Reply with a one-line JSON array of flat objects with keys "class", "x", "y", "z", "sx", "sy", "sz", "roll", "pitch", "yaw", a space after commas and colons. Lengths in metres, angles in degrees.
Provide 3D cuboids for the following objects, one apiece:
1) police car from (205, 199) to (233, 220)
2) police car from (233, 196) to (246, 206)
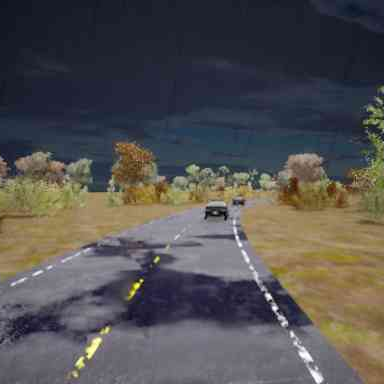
[{"class": "police car", "x": 2.274, "y": 1.454, "z": 29.012, "sx": 1.930, "sy": 1.638, "sz": 5.238, "roll": 0, "pitch": 0, "yaw": 9}, {"class": "police car", "x": 7.828, "y": 1.459, "z": 54.930, "sx": 1.930, "sy": 1.638, "sz": 5.238, "roll": 0, "pitch": 0, "yaw": 16}]
